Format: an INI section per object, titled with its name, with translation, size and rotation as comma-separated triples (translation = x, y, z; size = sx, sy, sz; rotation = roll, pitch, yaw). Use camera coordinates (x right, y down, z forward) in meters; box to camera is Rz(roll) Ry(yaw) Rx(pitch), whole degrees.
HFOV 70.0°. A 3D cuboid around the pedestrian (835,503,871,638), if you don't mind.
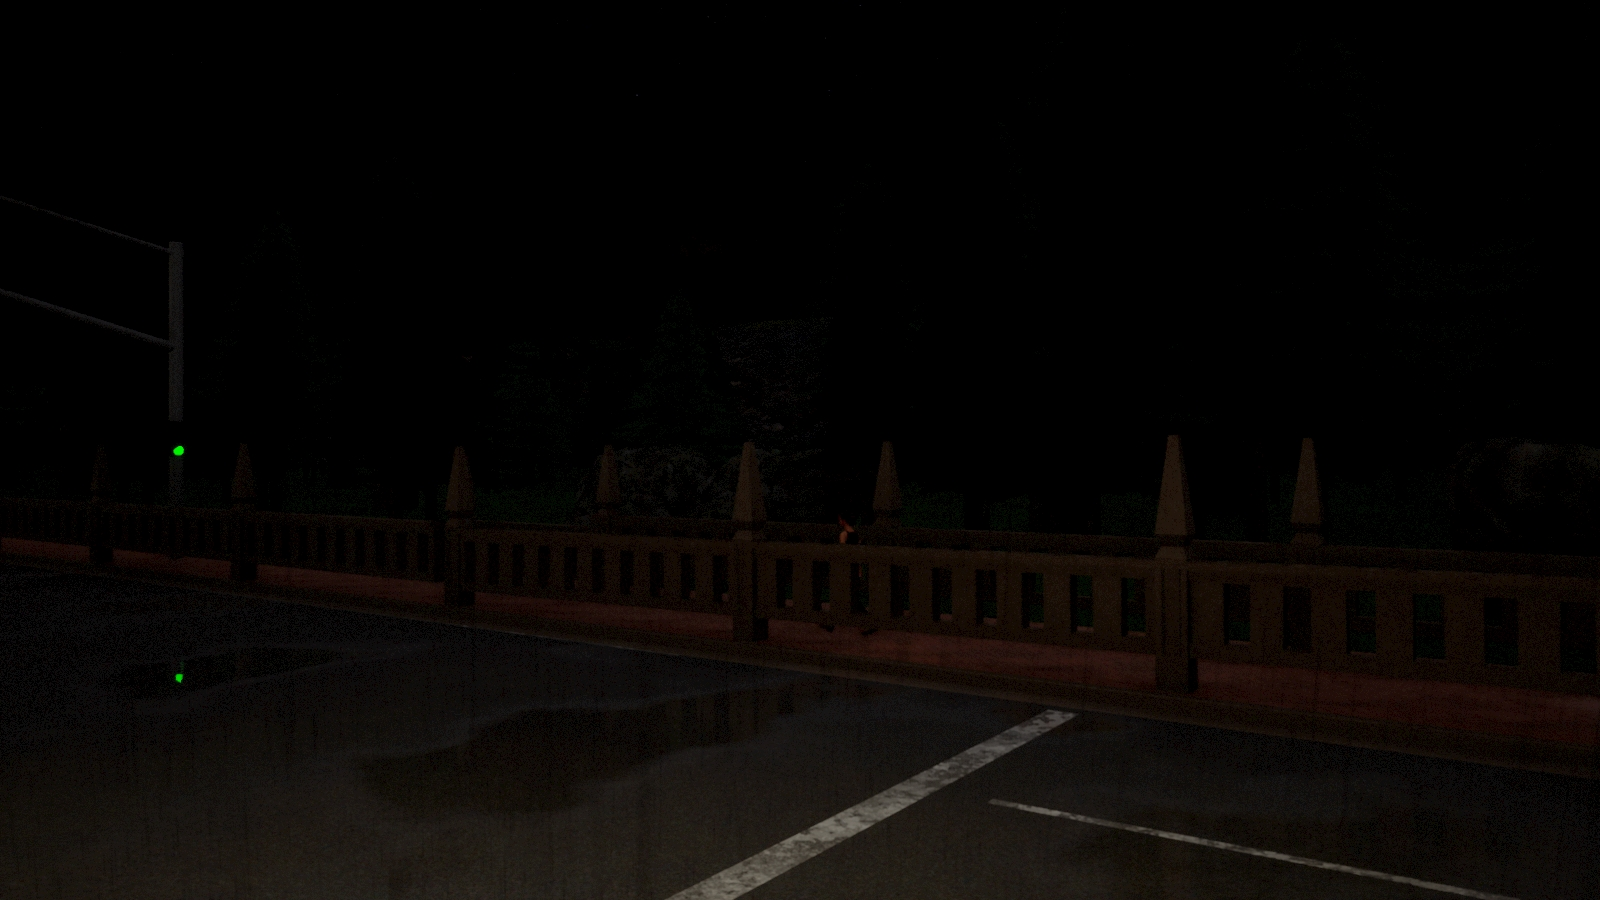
[pedestrian]
translation = 0.753, 1.698, 16.265
size = 0.375, 1.860, 0.375
rotation = 0, 0, 35
